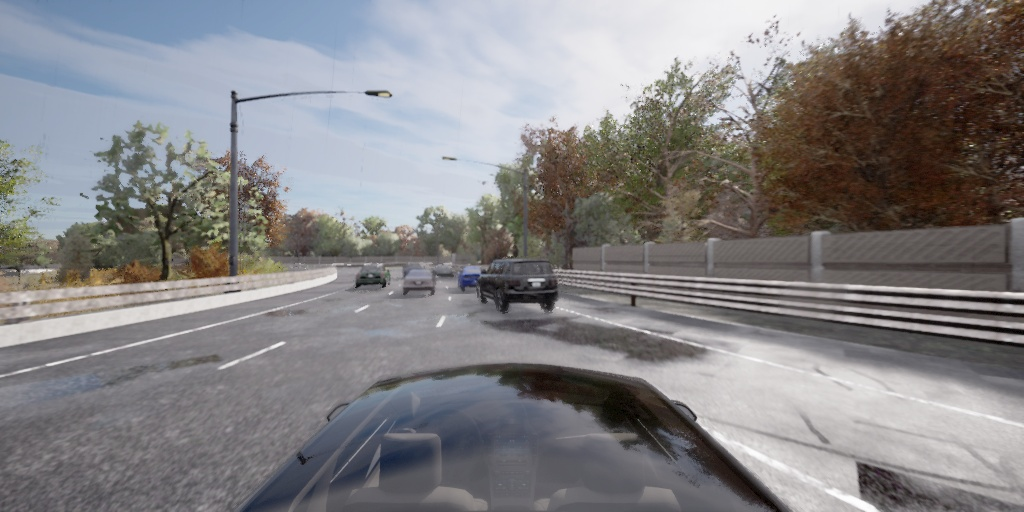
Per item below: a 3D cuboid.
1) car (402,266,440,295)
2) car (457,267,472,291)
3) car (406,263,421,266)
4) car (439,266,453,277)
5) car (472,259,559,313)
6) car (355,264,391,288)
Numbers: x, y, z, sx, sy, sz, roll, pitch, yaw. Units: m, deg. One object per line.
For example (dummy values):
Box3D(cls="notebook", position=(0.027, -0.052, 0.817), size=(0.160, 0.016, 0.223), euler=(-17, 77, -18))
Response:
Box3D(cls="car", position=(-5.659, 1.567, 22.236), size=(2.033, 1.411, 5.357), euler=(0, -1, -11))
Box3D(cls="car", position=(-2.720, 1.516, 24.887), size=(1.882, 1.535, 5.008), euler=(0, -1, -12))
Box3D(cls="car", position=(-11.493, 1.625, 41.545), size=(2.097, 1.767, 4.553), euler=(0, -1, -21))
Box3D(cls="car", position=(-8.398, 1.841, 42.999), size=(1.994, 1.385, 4.181), euler=(0, -1, -21))
Box3D(cls="car", position=(0.054, 1.134, 15.253), size=(2.150, 2.045, 5.566), euler=(0, -1, -18))
Box3D(cls="car", position=(-10.519, 1.454, 27.405), size=(2.097, 1.767, 4.553), euler=(0, -1, -14))
